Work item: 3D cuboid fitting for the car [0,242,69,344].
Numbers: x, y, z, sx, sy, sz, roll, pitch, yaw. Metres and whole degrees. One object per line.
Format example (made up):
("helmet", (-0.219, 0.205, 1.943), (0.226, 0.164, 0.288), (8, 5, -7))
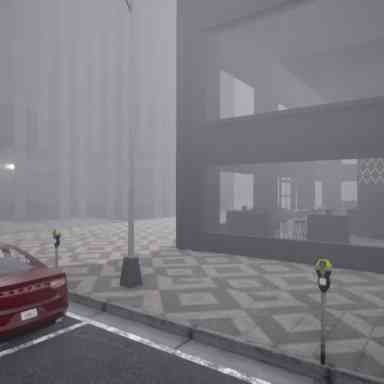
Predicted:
("car", (-4.044, 1.543, 5.867), (4.507, 1.381, 1.887), (0, 0, 36))
